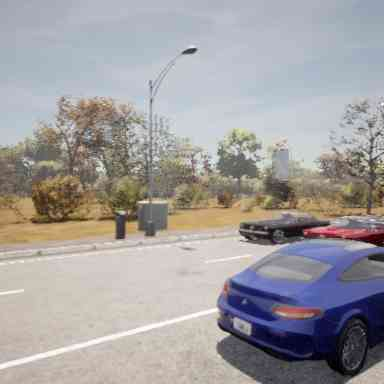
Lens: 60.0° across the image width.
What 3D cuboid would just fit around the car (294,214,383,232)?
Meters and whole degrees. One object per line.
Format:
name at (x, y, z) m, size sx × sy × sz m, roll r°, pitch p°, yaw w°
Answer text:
car at (6.281, 1.597, 12.672) m, size 4.718 × 1.301 × 1.895 m, roll 0°, pitch 0°, yaw -35°

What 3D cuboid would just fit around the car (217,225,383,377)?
car at (2.515, 1.524, 5.521) m, size 4.674 × 1.442 × 1.812 m, roll 0°, pitch 0°, yaw -35°

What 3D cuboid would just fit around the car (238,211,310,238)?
car at (4.417, 1.595, 15.639) m, size 4.718 × 1.301 × 1.895 m, roll 0°, pitch 0°, yaw -35°
